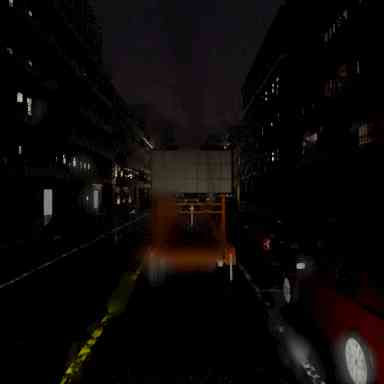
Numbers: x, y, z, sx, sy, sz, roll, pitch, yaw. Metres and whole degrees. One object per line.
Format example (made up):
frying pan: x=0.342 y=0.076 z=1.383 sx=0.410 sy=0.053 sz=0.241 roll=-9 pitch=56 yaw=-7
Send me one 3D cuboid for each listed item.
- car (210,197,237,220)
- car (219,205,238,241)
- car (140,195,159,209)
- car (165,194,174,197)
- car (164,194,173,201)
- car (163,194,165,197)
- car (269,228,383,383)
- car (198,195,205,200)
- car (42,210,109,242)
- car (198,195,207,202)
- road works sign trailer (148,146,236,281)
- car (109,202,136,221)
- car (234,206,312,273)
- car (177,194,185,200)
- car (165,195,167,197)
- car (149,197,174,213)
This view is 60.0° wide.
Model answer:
car: x=2.654 y=1.312 z=27.586 sx=2.192 sy=1.841 sz=5.009 roll=0 pitch=0 yaw=0
car: x=2.669 y=1.550 z=16.313 sx=2.008 sy=1.369 sz=4.403 roll=0 pitch=0 yaw=0
car: x=-5.752 y=1.432 z=44.487 sx=1.967 sy=1.590 sz=4.097 roll=0 pitch=0 yaw=0
car: x=-5.799 y=1.292 z=78.305 sx=2.192 sy=1.841 sz=5.009 roll=0 pitch=0 yaw=0
car: x=-5.808 y=1.414 z=83.941 sx=1.967 sy=1.590 sz=4.097 roll=0 pitch=0 yaw=0
car: x=-5.759 y=1.305 z=50.124 sx=2.192 sy=1.841 sz=5.009 roll=0 pitch=0 yaw=0
car: x=2.685 y=1.545 z=5.040 sx=1.887 sy=1.381 sz=4.507 roll=0 pitch=0 yaw=0
car: x=2.564 y=1.516 z=89.586 sx=1.887 sy=1.381 sz=4.507 roll=0 pitch=0 yaw=0
car: x=-5.712 y=1.565 z=16.304 sx=1.947 sy=1.339 sz=4.313 roll=0 pitch=0 yaw=0
car: x=2.580 y=1.503 z=78.483 sx=1.752 sy=1.417 sz=4.829 roll=0 pitch=0 yaw=0
road works sign trailer: x=0.001 y=0.464 z=9.822 sx=2.380 sy=3.560 sz=2.880 roll=0 pitch=0 yaw=0
car: x=-5.728 y=1.523 z=27.407 sx=1.752 sy=1.417 sz=4.829 roll=0 pitch=0 yaw=0
car: x=2.677 y=1.440 z=10.677 sx=1.967 sy=1.590 sz=4.097 roll=0 pitch=0 yaw=0
car: x=-3.128 y=1.198 z=89.769 sx=2.150 sy=2.045 sz=5.566 roll=0 pitch=0 yaw=0
car: x=-5.769 y=1.570 z=55.760 sx=1.802 sy=1.307 sz=4.206 roll=0 pitch=0 yaw=0
car: x=-3.152 y=1.558 z=36.467 sx=1.994 sy=1.385 sz=4.181 roll=0 pitch=0 yaw=0
